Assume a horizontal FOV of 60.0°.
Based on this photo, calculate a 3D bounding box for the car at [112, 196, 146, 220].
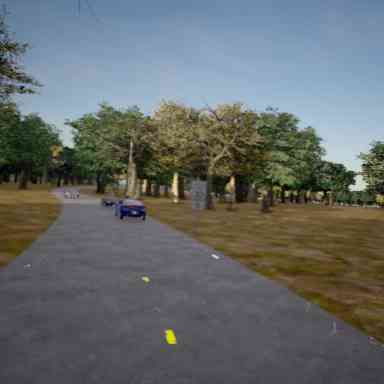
[{"bbox_3d":[-4.873,1.259,26.085,1.882,1.535,5.008,4,0,-19],"label":"car"}]

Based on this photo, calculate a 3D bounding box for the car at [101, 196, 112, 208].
[{"bbox_3d":[-9.242,1.092,38.046,1.895,1.301,4.718,4,0,-22],"label":"car"}]

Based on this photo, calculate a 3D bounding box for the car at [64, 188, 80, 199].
[{"bbox_3d":[-19.441,0.104,53.677,2.097,1.767,4.553,4,0,-25],"label":"car"}]
